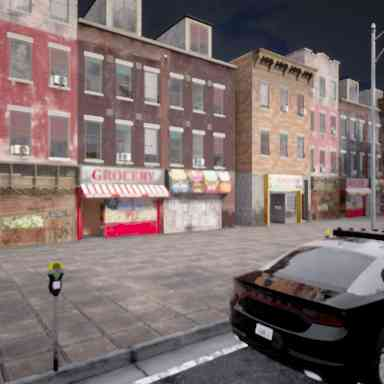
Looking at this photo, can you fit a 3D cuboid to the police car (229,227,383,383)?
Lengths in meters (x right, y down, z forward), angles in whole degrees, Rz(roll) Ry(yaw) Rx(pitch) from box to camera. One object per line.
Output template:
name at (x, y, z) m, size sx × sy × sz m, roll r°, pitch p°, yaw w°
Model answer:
police car at (2.936, 1.425, 5.397) m, size 5.238 × 1.638 × 1.930 m, roll 0°, pitch 0°, yaw -36°
